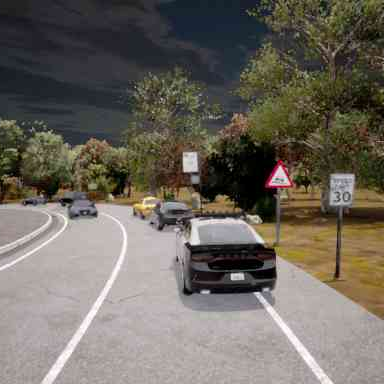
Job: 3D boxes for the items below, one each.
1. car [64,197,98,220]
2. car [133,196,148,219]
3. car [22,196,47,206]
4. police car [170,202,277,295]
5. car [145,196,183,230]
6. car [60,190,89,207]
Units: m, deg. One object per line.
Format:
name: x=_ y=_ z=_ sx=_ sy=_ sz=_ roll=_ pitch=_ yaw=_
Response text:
car: x=-8.582 y=1.335 z=26.003 sx=1.994 sy=1.385 sz=4.181 roll=-2 pitch=1 yaw=-24
car: x=-3.229 y=1.077 z=25.006 sx=1.801 sy=1.575 sz=5.366 roll=-2 pitch=1 yaw=-20
car: x=-25.160 y=1.395 z=53.035 sx=4.902 sy=1.511 sz=2.128 roll=-2 pitch=3 yaw=34
police car: x=0.581 y=1.309 z=8.686 sx=1.930 sy=1.638 sz=5.238 roll=-1 pitch=1 yaw=-6
car: x=-1.263 y=1.216 z=18.854 sx=1.837 sy=1.490 sz=4.892 roll=-2 pitch=1 yaw=-15
car: x=-15.431 y=0.864 z=43.647 sx=2.150 sy=2.045 sz=5.566 roll=-5 pitch=3 yaw=-41
